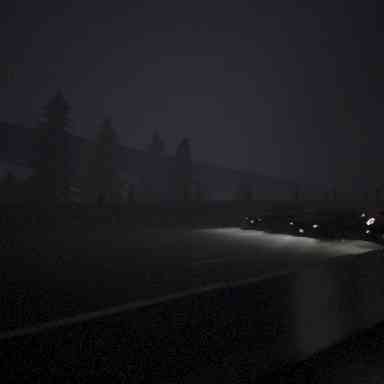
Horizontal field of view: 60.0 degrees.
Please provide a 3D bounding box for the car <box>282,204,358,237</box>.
[{"bbox_3d":[7.566,1.526,17.984,5.357,1.411,2.033,0,0,-35],"label":"car"}]

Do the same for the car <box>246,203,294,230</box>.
[{"bbox_3d":[5.492,1.483,20.803,4.892,1.490,1.837,0,0,-35],"label":"car"}]

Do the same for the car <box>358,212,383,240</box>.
[{"bbox_3d":[10.060,1.330,15.463,4.553,1.767,2.097,0,0,-35],"label":"car"}]
